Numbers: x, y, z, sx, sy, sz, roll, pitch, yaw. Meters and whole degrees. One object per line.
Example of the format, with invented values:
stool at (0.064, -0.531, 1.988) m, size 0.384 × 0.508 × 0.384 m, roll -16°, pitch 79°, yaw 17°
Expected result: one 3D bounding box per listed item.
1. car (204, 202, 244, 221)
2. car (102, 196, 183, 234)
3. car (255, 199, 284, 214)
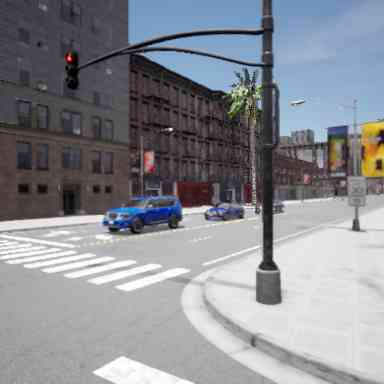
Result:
car at (2.882, 1.608, 28.566) m, size 1.812 × 1.442 × 4.674 m, roll 0°, pitch 0°, yaw 35°
car at (-2.828, 1.309, 20.364) m, size 2.150 × 2.045 × 5.566 m, roll 0°, pitch 0°, yaw 35°
car at (8.692, 1.582, 36.892) m, size 1.837 × 1.490 × 4.892 m, roll 0°, pitch 0°, yaw 35°
